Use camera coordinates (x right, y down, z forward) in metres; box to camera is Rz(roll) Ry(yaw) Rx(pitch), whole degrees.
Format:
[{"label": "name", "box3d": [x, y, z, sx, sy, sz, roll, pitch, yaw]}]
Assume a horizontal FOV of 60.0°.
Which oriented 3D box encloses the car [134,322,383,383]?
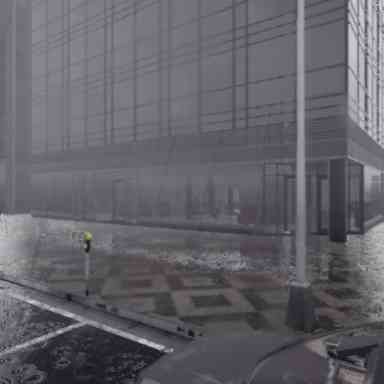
[{"label": "car", "box3d": [1.467, 1.551, 1.916, 4.403, 1.369, 2.008, 0, 0, 36]}]
